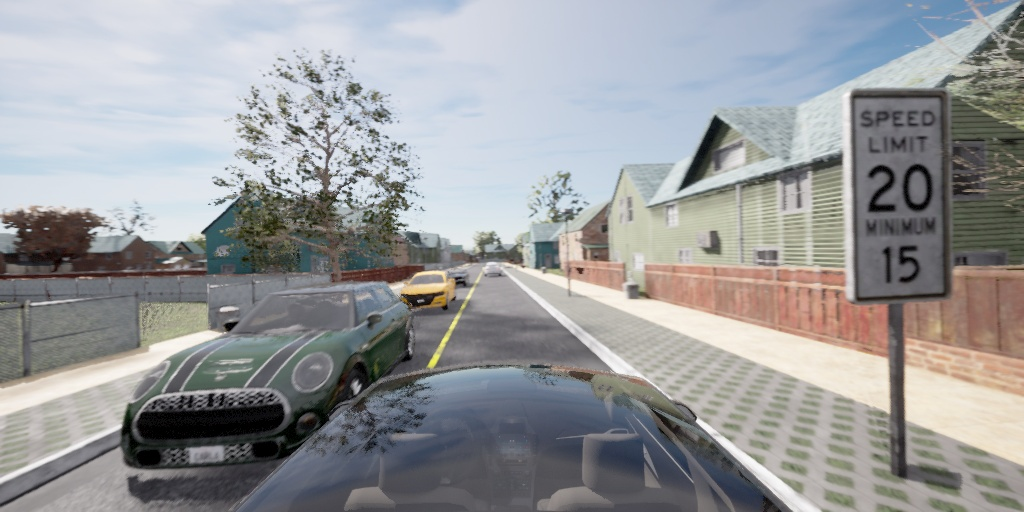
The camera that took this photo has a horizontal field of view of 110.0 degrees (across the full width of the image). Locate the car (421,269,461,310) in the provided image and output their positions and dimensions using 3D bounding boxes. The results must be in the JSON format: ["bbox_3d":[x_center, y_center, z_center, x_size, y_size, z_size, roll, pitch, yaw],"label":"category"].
[{"bbox_3d":[-3.592,1.436,15.959,1.882,1.535,5.008,-2,0,-4],"label":"car"}]

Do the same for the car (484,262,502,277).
[{"bbox_3d":[-2.194,1.543,40.898,1.812,1.442,4.674,-2,0,-3],"label":"car"}]

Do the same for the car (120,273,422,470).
[{"bbox_3d":[-2.952,1.237,5.516,2.097,1.767,4.553,-2,0,-4],"label":"car"}]

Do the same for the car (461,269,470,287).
[{"bbox_3d":[-4.303,1.641,27.576,1.895,1.301,4.718,-2,0,-3],"label":"car"}]
